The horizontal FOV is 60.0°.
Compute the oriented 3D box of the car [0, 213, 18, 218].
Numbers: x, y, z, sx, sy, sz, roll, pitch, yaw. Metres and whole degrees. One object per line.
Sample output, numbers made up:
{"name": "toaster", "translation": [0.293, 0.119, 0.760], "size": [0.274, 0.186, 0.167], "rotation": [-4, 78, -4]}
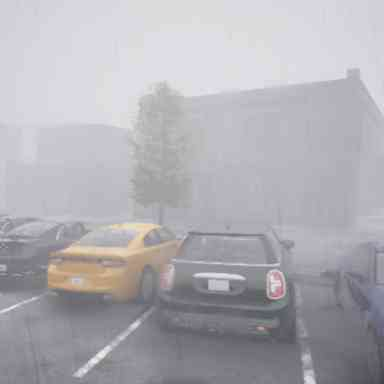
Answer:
{"name": "car", "translation": [-6.223, 1.589, 11.867], "size": [2.231, 1.521, 4.892], "rotation": [-1, -1, 15]}

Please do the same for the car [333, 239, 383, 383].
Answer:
{"name": "car", "translation": [3.352, 1.512, 5.066], "size": [2.002, 1.452, 4.674], "rotation": [0, -1, 16]}

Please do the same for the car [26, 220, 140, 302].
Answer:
{"name": "car", "translation": [-1.438, 1.525, 8.467], "size": [2.097, 1.535, 5.008], "rotation": [-1, -1, 15]}

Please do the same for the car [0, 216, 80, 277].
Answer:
{"name": "car", "translation": [-3.834, 1.558, 10.167], "size": [2.231, 1.521, 4.892], "rotation": [-1, -1, 15]}

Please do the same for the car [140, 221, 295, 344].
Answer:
{"name": "car", "translation": [0.944, 1.371, 6.743], "size": [2.185, 1.767, 4.553], "rotation": [0, -1, 16]}
